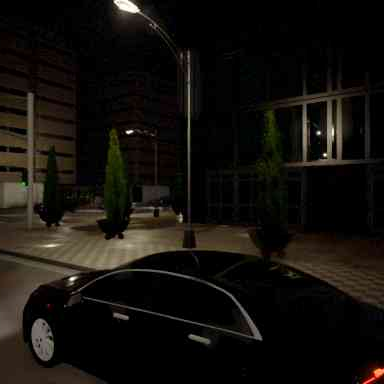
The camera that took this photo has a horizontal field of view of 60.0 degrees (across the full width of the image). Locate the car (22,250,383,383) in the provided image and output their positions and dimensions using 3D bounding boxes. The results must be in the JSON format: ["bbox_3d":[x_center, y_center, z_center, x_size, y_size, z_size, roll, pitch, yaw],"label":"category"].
[{"bbox_3d":[-0.196,1.505,4.129,4.892,1.490,1.837,0,0,36],"label":"car"}]

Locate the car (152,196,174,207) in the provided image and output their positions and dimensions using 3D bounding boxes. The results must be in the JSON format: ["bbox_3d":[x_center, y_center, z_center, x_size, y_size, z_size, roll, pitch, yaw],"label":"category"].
[{"bbox_3d":[-4.129,1.407,51.950,2.097,1.767,4.553,0,0,35],"label":"car"}]

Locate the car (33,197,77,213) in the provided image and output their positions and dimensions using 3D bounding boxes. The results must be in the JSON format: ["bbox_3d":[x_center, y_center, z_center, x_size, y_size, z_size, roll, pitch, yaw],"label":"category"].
[{"bbox_3d":[-15.016,1.407,36.522,2.097,1.767,4.553,0,0,35],"label":"car"}]

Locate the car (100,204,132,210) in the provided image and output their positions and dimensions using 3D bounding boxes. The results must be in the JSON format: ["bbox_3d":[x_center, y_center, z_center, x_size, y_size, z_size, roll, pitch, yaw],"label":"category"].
[{"bbox_3d":[-9.894,1.581,43.774,1.812,1.442,4.674,0,0,35],"label":"car"}]
